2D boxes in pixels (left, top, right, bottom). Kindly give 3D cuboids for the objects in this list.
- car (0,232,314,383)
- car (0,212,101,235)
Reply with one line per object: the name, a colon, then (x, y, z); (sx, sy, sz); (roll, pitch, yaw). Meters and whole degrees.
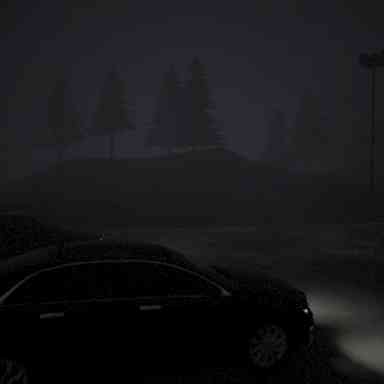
car: (-0.756, 1.430, 4.377); (4.892, 1.490, 1.837); (1, 1, -18)
car: (-5.446, 1.333, 10.218); (5.357, 1.411, 2.033); (1, 1, -18)
